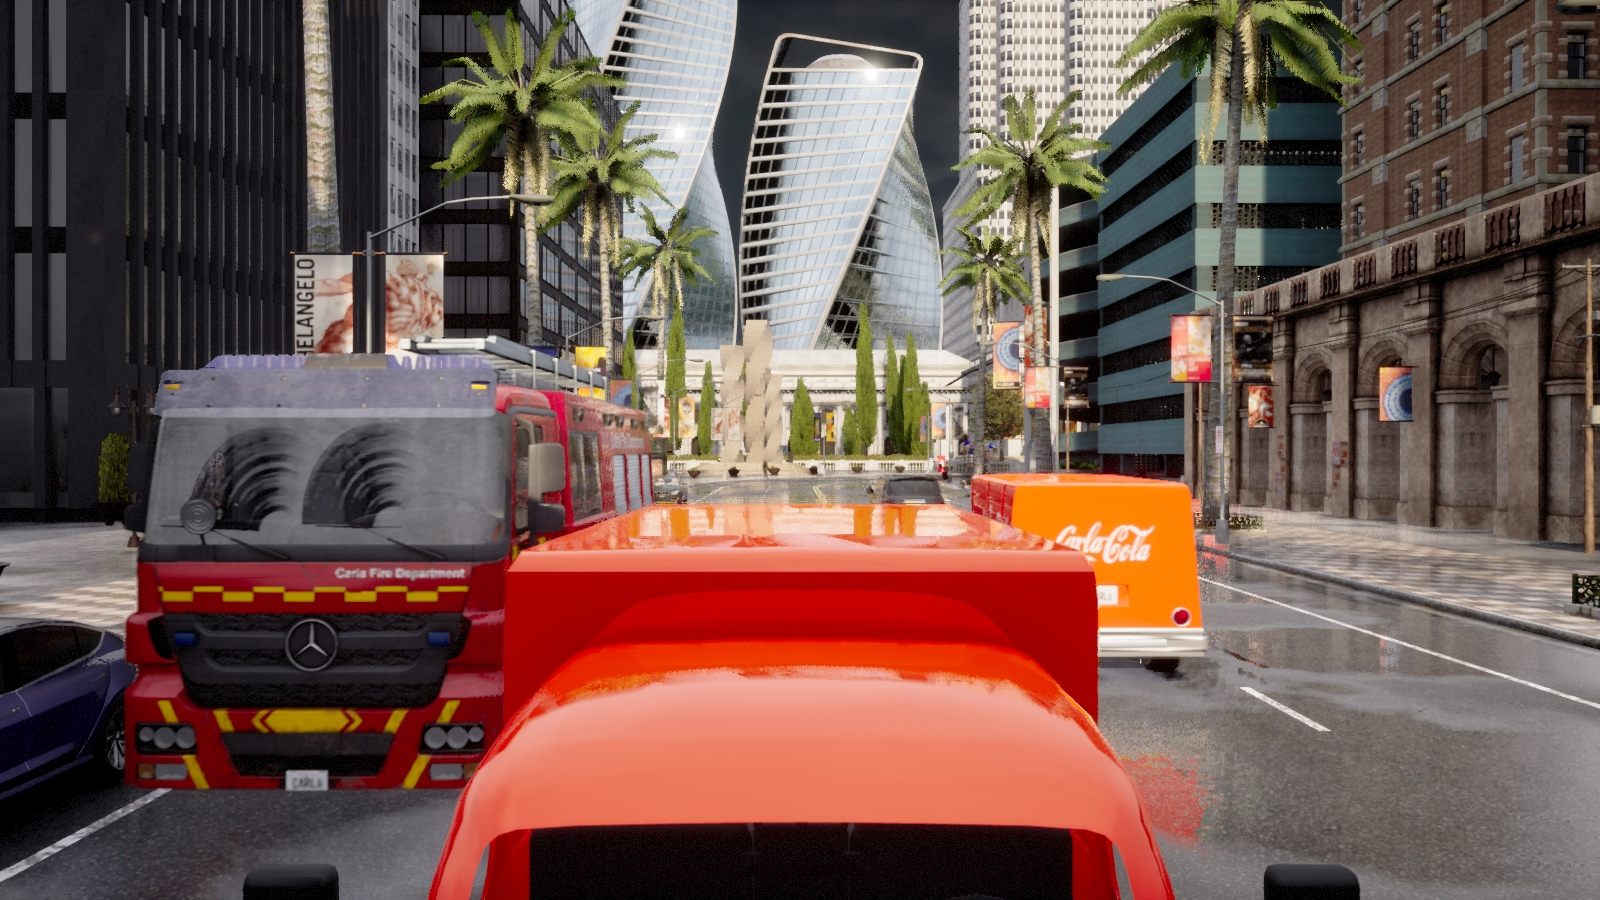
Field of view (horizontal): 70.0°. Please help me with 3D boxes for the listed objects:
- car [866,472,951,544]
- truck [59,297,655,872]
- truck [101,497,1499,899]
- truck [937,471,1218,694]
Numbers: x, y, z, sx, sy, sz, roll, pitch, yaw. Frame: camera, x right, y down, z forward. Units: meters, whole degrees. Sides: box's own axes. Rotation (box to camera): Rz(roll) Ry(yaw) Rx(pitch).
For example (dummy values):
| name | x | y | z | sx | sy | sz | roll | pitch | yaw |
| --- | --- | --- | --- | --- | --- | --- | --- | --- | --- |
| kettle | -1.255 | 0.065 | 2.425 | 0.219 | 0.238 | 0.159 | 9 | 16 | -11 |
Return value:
| name | x | y | z | sx | sy | sz | roll | pitch | yaw |
| --- | --- | --- | --- | --- | --- | --- | --- | --- | --- |
| car | 3.404 | 1.793 | 36.926 | 2.150 | 2.045 | 5.566 | 0 | 0 | -1 |
| truck | -3.491 | 0.895 | 11.842 | 2.891 | 3.827 | 8.468 | 0 | 0 | 0 |
| truck | -0.001 | 1.562 | 4.761 | 2.627 | 2.467 | 5.204 | 0 | 1 | 0 |
| truck | 3.509 | 1.574 | 15.757 | 2.627 | 2.467 | 5.204 | 0 | 0 | 0 |
